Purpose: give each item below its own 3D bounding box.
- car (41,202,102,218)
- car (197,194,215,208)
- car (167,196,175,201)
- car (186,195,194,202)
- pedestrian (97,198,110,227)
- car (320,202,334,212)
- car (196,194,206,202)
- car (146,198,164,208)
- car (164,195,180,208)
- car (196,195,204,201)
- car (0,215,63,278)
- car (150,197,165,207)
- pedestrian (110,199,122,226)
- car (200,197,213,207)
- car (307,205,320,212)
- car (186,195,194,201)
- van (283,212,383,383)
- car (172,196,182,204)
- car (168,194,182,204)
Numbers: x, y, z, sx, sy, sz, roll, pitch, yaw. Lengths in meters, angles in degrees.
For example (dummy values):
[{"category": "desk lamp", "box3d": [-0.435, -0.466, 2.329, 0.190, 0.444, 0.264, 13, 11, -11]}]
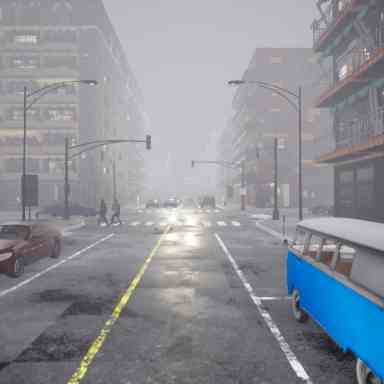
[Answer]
[{"category": "car", "box3d": [-10.757, 1.563, 30.115, 5.357, 1.411, 2.033, 0, -1, 6]}, {"category": "car", "box3d": [2.320, 1.352, 48.297, 2.192, 1.841, 5.009, 1, 0, 0]}, {"category": "car", "box3d": [-5.813, 1.717, 92.531, 1.752, 1.417, 4.829, 1, 0, 0]}, {"category": "car", "box3d": [-0.431, 1.657, 78.282, 1.994, 1.385, 4.181, 0, 0, 0]}, {"category": "pedestrian", "box3d": [-5.624, 1.309, 21.162, 0.375, 1.860, 0.375, 1, -1, 0]}, {"category": "car", "box3d": [13.591, 1.452, 28.077, 4.403, 1.369, 2.008, 0, -1, 0]}, {"category": "car", "box3d": [2.131, 1.443, 81.655, 2.192, 1.841, 5.009, 1, 0, 0]}, {"category": "car", "box3d": [-5.565, 1.603, 48.207, 1.947, 1.339, 4.313, 1, 0, 0]}, {"category": "car", "box3d": [-3.110, 1.601, 48.453, 1.994, 1.385, 4.181, 0, 0, -1]}, {"category": "car", "box3d": [2.098, 1.600, 87.218, 1.967, 1.590, 4.097, 1, 0, 0]}, {"category": "car", "box3d": [-5.354, 1.588, 10.127, 1.802, 1.307, 4.206, 1, 0, 0]}, {"category": "car", "box3d": [-5.595, 1.609, 53.768, 1.947, 1.339, 4.313, 1, 0, 0]}, {"category": "pedestrian", "box3d": [-5.001, 1.310, 21.878, 0.375, 1.860, 0.375, 1, -1, 0]}, {"category": "car", "box3d": [2.284, 1.569, 54.026, 1.752, 1.417, 4.829, 1, 0, 0]}, {"category": "car", "box3d": [14.172, 1.616, 33.493, 4.718, 1.301, 1.895, 0, -1, -3]}, {"category": "car", "box3d": [-0.486, 1.537, 88.291, 2.033, 1.411, 5.357, 0, 0, 0]}, {"category": "van", "box3d": [2.529, 1.343, 4.585, 1.690, 1.788, 3.998, 1, 0, 0]}, {"category": "car", "box3d": [-3.136, 1.601, 68.545, 1.812, 1.442, 4.674, 0, 0, 0]}, {"category": "car", "box3d": [-3.148, 1.576, 58.343, 1.812, 1.442, 4.674, 0, 0, 0]}]
